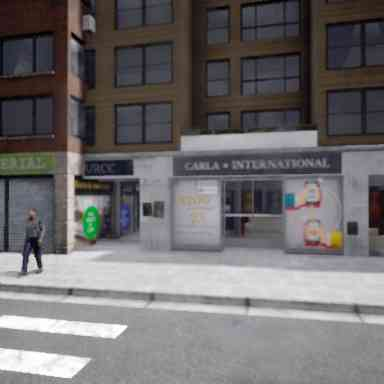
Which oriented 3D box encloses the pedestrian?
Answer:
[{"bbox_3d":[-4.212,1.266,8.821,0.375,1.860,0.375,0,0,13],"label":"pedestrian"}]
